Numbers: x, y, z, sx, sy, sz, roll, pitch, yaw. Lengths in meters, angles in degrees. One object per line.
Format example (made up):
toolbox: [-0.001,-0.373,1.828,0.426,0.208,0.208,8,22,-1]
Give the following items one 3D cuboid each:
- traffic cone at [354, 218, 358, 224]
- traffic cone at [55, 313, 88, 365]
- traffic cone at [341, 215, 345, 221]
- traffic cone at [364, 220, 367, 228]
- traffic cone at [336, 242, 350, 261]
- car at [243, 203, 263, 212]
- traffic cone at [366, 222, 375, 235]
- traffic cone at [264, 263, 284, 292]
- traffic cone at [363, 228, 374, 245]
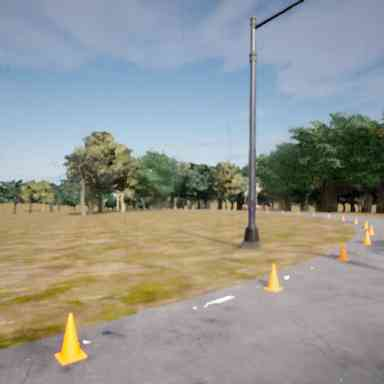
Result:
traffic cone: [13.702,2.376,27.772,0.340,0.580,0.340,0,-1,15]
traffic cone: [-1.647,1.947,4.524,0.340,0.580,0.340,0,0,-39]
traffic cone: [14.722,2.491,32.376,0.340,0.580,0.340,0,-1,9]
traffic cone: [12.209,2.259,23.299,0.340,0.580,0.340,0,-1,21]
traffic cone: [5.064,1.976,11.141,0.340,0.580,0.340,0,-1,39]
car: [12.000,2.995,65.563,2.097,1.767,4.553,1,-2,-23]
traffic cone: [10.257,2.141,19.006,0.340,0.580,0.340,0,-1,27]
traffic cone: [1.882,1.944,7.657,0.340,0.580,0.340,0,0,-45]
traffic cone: [7.867,2.041,14.938,0.340,0.580,0.340,0,-1,33]
